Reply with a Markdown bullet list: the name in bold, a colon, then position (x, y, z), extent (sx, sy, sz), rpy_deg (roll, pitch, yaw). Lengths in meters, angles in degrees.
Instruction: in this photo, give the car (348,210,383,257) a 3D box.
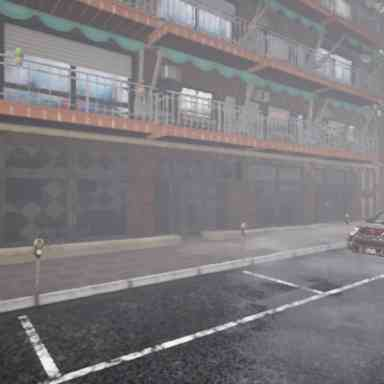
- **car**: position (7.298, 1.338, 11.707), extent (4.097, 1.590, 1.967), rpy_deg (-1, 1, -35)
